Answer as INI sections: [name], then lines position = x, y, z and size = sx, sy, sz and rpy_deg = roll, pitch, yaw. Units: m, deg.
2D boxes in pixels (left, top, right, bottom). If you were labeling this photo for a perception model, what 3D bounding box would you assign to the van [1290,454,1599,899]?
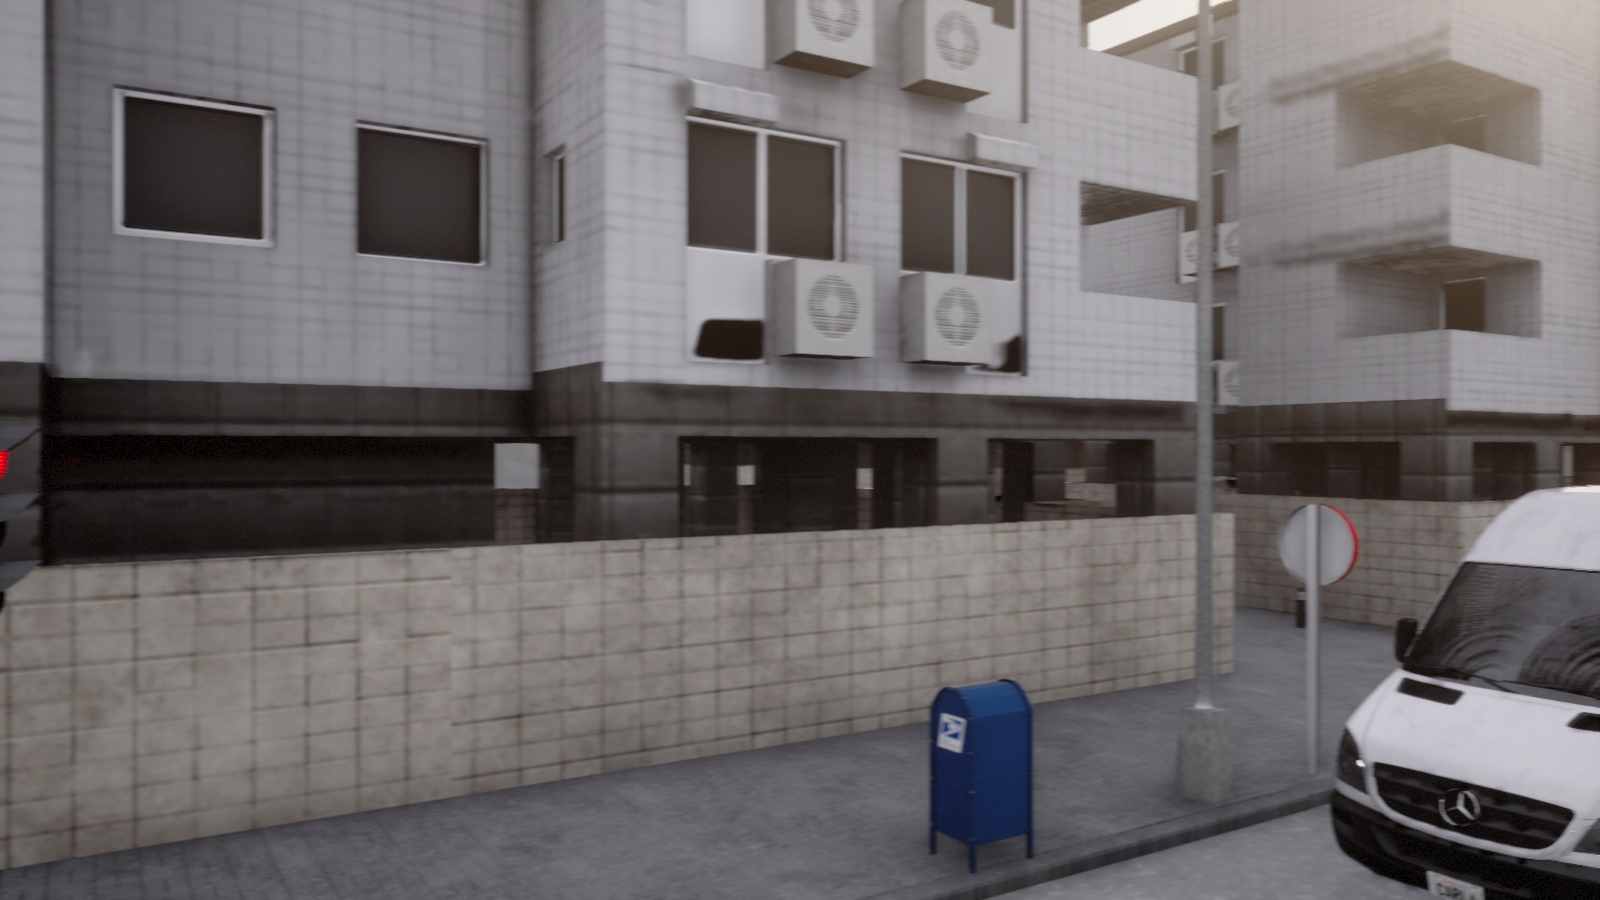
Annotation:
[van]
position = 6.059, 1.313, 7.784
size = 5.915, 2.561, 1.988
rpy_deg = 0, 0, -32
